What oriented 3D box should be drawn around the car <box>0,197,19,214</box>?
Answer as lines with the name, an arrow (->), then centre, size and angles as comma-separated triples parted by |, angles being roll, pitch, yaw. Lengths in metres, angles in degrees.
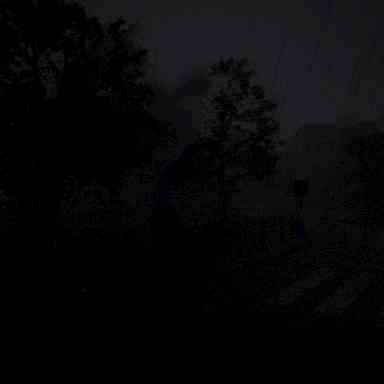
car -> -19.012, 1.502, 34.918 | 1.994, 1.385, 4.181 | 0, 0, -16

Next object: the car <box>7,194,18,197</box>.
car -> -25.068, 1.378, 50.856 | 2.185, 1.767, 4.553 | -1, -1, 37

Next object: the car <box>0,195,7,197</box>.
car -> -27.478, 1.558, 52.699 | 2.097, 1.535, 5.008 | -1, -1, 37
